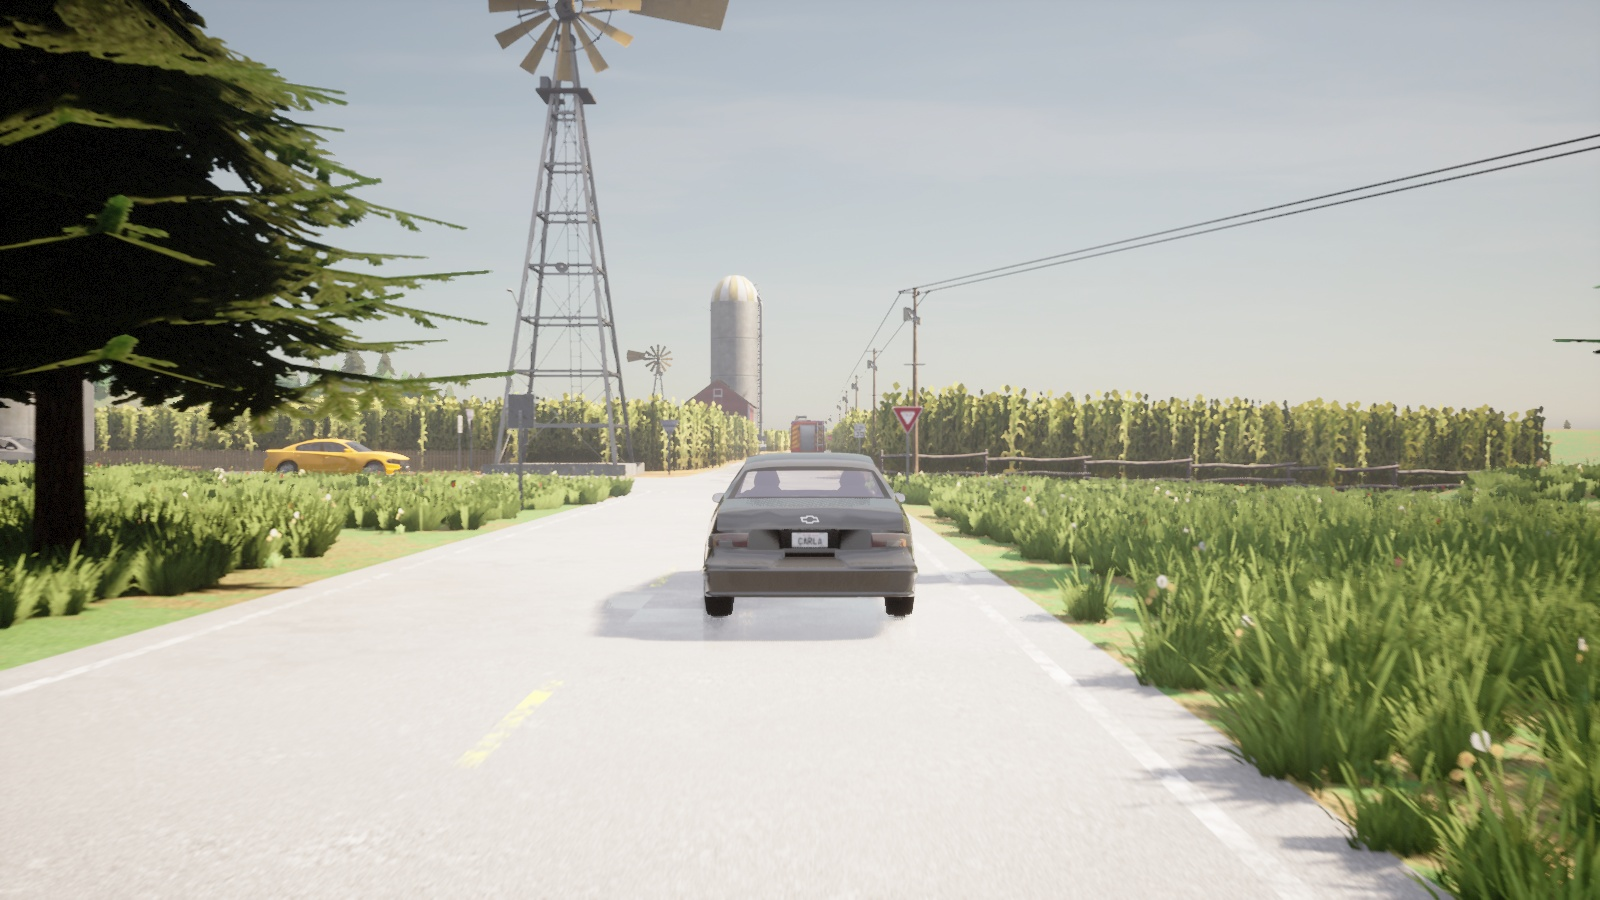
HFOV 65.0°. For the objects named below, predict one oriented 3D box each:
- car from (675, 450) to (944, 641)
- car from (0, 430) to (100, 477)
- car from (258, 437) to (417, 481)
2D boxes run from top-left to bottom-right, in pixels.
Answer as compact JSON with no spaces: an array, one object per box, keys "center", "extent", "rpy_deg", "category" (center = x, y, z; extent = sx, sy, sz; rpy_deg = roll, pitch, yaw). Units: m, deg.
[{"center":[0.086,0.725,12.197],"extent":[2.033,1.411,5.357],"rpy_deg":[0,0,0],"category":"car"},{"center":[-28.304,0.108,45.194],"extent":[5.027,1.651,2.152],"rpy_deg":[0,0,1],"category":"car"},{"center":[-16.515,0.317,45.016],"extent":[5.008,1.535,1.882],"rpy_deg":[0,0,1],"category":"car"}]
